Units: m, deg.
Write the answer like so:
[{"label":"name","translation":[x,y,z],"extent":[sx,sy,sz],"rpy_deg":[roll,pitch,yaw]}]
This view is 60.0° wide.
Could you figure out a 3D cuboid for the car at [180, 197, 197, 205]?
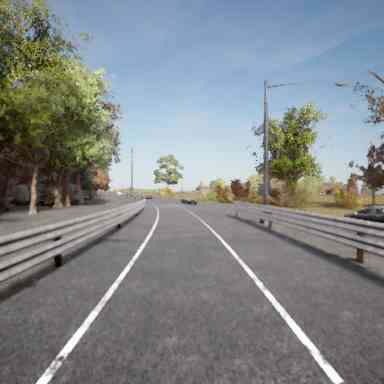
[{"label":"car","translation":[-0.642,1.592,59.324],"extent":[1.895,1.301,4.718],"rpy_deg":[0,0,-18]}]

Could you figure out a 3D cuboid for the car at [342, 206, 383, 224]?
[{"label":"car","translation":[11.821,1.686,21.353],"extent":[1.837,1.490,4.892],"rpy_deg":[0,0,-18]}]
